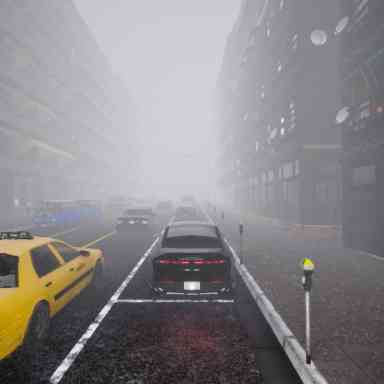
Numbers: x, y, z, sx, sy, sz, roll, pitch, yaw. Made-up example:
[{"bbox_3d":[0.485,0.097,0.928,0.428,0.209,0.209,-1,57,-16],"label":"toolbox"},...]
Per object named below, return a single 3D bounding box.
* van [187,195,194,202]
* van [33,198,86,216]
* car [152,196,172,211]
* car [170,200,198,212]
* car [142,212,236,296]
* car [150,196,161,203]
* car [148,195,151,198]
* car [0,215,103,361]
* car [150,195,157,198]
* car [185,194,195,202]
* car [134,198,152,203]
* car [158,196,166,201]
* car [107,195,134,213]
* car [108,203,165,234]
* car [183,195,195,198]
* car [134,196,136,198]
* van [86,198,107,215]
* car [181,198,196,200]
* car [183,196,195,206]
[{"bbox_3d":[-0.470,1.575,87.068,1.690,1.788,3.998,1,0,0],"label":"van"},{"bbox_3d":[-8.311,1.359,20.753,1.690,1.788,3.998,2,0,0],"label":"van"},{"bbox_3d":[-2.950,1.544,37.875,2.128,1.511,4.902,0,0,0],"label":"car"},{"bbox_3d":[-0.437,1.572,26.224,1.887,1.381,4.507,1,0,0],"label":"car"},{"bbox_3d":[0.000,1.509,8.653,1.837,1.490,4.892,0,0,0],"label":"car"},{"bbox_3d":[-8.320,1.725,76.059,1.887,1.381,4.507,1,0,0],"label":"car"},{"bbox_3d":[-8.319,1.660,53.938,1.947,1.339,4.313,1,0,0],"label":"car"},{"bbox_3d":[-3.020,1.460,5.991,1.801,1.575,5.366,0,0,0],"label":"car"},{"bbox_3d":[-8.314,1.471,70.528,2.192,1.841,5.009,1,0,0],"label":"car"},{"bbox_3d":[-0.469,1.521,81.536,2.192,1.841,5.009,1,0,0],"label":"car"},{"bbox_3d":[-5.835,1.656,39.655,1.895,1.301,4.718,0,0,0],"label":"car"},{"bbox_3d":[-8.322,1.847,92.652,1.802,1.307,4.206,1,0,0],"label":"car"},{"bbox_3d":[-8.312,1.365,37.346,2.192,1.841,5.009,1,0,0],"label":"car"},{"bbox_3d":[-2.977,1.563,19.101,2.033,1.411,5.357,0,0,1],"label":"car"},{"bbox_3d":[-0.427,1.490,37.286,1.967,1.590,4.097,1,0,0],"label":"car"},{"bbox_3d":[-8.312,1.379,42.876,2.192,1.841,5.009,1,0,0],"label":"car"},{"bbox_3d":[-8.312,1.368,26.285,1.690,1.788,3.998,1,0,0],"label":"van"},{"bbox_3d":[-0.437,1.582,31.754,1.887,1.381,4.507,1,0,0],"label":"car"},{"bbox_3d":[-0.471,1.553,59.411,1.967,1.590,4.097,1,0,0],"label":"car"}]
